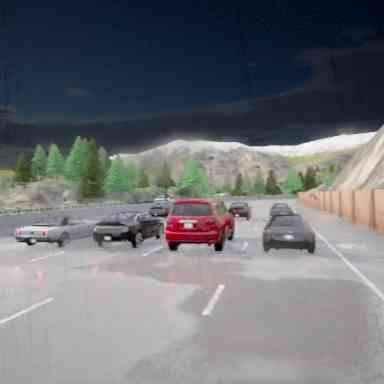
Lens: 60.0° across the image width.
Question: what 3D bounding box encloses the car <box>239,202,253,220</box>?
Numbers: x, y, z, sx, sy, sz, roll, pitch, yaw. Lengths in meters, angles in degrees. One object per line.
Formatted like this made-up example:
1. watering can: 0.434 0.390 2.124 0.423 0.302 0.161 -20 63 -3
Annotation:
1. car: 4.244 1.653 29.433 1.837 1.490 4.892 -1 0 14

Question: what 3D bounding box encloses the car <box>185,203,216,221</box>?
1. car: 0.845 1.765 30.257 1.994 1.385 4.181 -1 0 14

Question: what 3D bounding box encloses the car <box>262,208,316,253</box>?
1. car: 3.993 1.605 13.997 1.994 1.385 4.181 -1 0 14

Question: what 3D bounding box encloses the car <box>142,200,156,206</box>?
1. car: -2.551 1.749 31.110 2.128 1.511 4.902 -1 0 14

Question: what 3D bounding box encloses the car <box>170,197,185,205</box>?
1. car: -3.150 1.907 72.016 2.097 1.767 4.553 -1 0 14

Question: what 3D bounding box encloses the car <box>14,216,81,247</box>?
1. car: -6.235 1.808 16.379 1.895 1.301 4.718 -1 0 14

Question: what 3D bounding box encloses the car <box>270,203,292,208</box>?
1. car: 7.633 1.653 28.557 1.994 1.385 4.181 -1 0 14

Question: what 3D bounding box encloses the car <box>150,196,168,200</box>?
1. car: -6.561 1.833 72.807 2.150 2.045 5.566 -1 0 14

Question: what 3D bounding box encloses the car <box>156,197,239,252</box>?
1. car: 0.528 1.312 14.601 2.150 2.045 5.566 -1 0 14

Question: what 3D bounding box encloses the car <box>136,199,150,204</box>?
1. car: -9.951 2.258 73.653 1.895 1.301 4.718 -1 0 14

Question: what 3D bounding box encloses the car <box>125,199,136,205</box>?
1. car: -13.339 2.272 74.532 1.994 1.385 4.181 -1 0 14

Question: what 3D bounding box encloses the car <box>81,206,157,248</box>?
1. car: -2.794 1.645 15.713 2.128 1.511 4.902 -1 0 14
